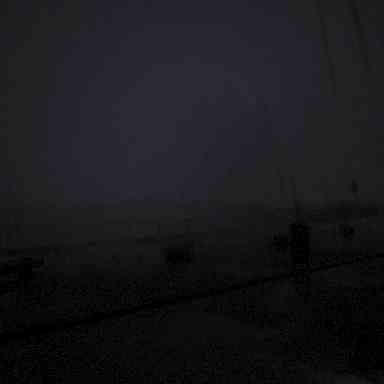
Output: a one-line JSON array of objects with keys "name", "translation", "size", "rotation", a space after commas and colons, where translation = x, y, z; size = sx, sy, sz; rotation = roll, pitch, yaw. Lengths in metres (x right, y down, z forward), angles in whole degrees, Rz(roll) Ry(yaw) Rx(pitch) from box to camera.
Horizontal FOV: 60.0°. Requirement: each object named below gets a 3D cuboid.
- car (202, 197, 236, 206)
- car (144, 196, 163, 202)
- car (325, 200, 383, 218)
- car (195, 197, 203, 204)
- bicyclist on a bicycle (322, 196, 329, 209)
[{"name": "car", "translation": [3.852, 1.526, 44.870], "size": [1.812, 1.442, 4.674], "rotation": [0, 0, -35]}, {"name": "car", "translation": [-7.033, 1.521, 60.407], "size": [2.128, 1.511, 4.902], "rotation": [0, 0, -35]}, {"name": "car", "translation": [14.448, 1.491, 29.862], "size": [2.128, 1.511, 4.902], "rotation": [0, 0, -35]}, {"name": "car", "translation": [2.007, 1.547, 54.553], "size": [2.033, 1.411, 5.357], "rotation": [0, 0, -35]}, {"name": "bicyclist on a bicycle", "translation": [16.603, 1.349, 41.360], "size": [1.656, 1.620, 0.582], "rotation": [0, 0, -35]}]
